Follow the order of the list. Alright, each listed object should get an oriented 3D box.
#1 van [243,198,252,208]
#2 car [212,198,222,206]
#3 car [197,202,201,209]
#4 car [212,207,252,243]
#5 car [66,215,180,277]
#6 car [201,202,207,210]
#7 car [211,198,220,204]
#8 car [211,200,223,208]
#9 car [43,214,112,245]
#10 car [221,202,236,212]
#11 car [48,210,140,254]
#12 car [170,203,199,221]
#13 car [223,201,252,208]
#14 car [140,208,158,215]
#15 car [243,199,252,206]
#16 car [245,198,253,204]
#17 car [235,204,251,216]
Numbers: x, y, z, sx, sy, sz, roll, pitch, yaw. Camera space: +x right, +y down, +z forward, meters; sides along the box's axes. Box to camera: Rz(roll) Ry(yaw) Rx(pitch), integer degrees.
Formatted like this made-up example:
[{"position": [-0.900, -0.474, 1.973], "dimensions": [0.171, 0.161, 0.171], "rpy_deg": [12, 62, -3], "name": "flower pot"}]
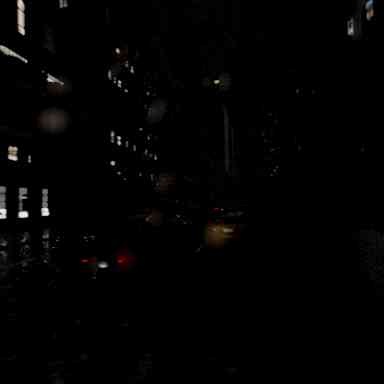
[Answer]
[{"position": [10.996, 2.172, 66.204], "dimensions": [1.690, 1.788, 3.998], "rpy_deg": [-1, -1, 10], "name": "van"}, {"position": [6.732, 2.643, 89.457], "dimensions": [2.192, 1.841, 5.009], "rpy_deg": [0, -1, 10], "name": "car"}, {"position": [-0.244, 2.292, 51.307], "dimensions": [1.967, 1.590, 4.097], "rpy_deg": [0, -1, 10], "name": "car"}, {"position": [2.057, 1.732, 17.322], "dimensions": [1.752, 1.417, 4.829], "rpy_deg": [-1, -1, 10], "name": "car"}, {"position": [-1.884, 1.712, 10.791], "dimensions": [1.812, 1.442, 4.674], "rpy_deg": [-2, -1, 10], "name": "car"}, {"position": [1.750, 2.533, 62.205], "dimensions": [1.887, 1.381, 4.507], "rpy_deg": [0, -1, 10], "name": "car"}, {"position": [5.736, 2.812, 84.005], "dimensions": [2.008, 1.369, 4.403], "rpy_deg": [0, -1, 10], "name": "car"}, {"position": [4.062, 2.168, 42.956], "dimensions": [1.994, 1.385, 4.181], "rpy_deg": [-2, -1, 11], "name": "car"}, {"position": [-6.223, 2.012, 18.606], "dimensions": [1.802, 1.307, 4.206], "rpy_deg": [0, -1, 10], "name": "car"}, {"position": [5.821, 2.330, 52.796], "dimensions": [1.895, 1.301, 4.718], "rpy_deg": [-2, -1, 11], "name": "car"}, {"position": [-4.235, 1.798, 15.167], "dimensions": [1.882, 1.535, 5.008], "rpy_deg": [-2, -1, 10], "name": "car"}, {"position": [-0.931, 2.120, 33.151], "dimensions": [1.994, 1.385, 4.181], "rpy_deg": [-2, -1, 10], "name": "car"}, {"position": [4.020, 1.787, 28.055], "dimensions": [1.967, 1.590, 4.097], "rpy_deg": [-1, -1, 10], "name": "car"}, {"position": [-4.261, 2.096, 29.340], "dimensions": [1.752, 1.417, 4.829], "rpy_deg": [0, -1, 10], "name": "car"}, {"position": [12.990, 2.408, 77.104], "dimensions": [1.967, 1.590, 4.097], "rpy_deg": [-1, -1, 10], "name": "car"}, {"position": [15.979, 2.484, 93.454], "dimensions": [2.192, 1.841, 5.009], "rpy_deg": [-1, -1, 10], "name": "car"}, {"position": [6.014, 2.070, 38.952], "dimensions": [1.802, 1.307, 4.206], "rpy_deg": [-1, -1, 10], "name": "car"}]
